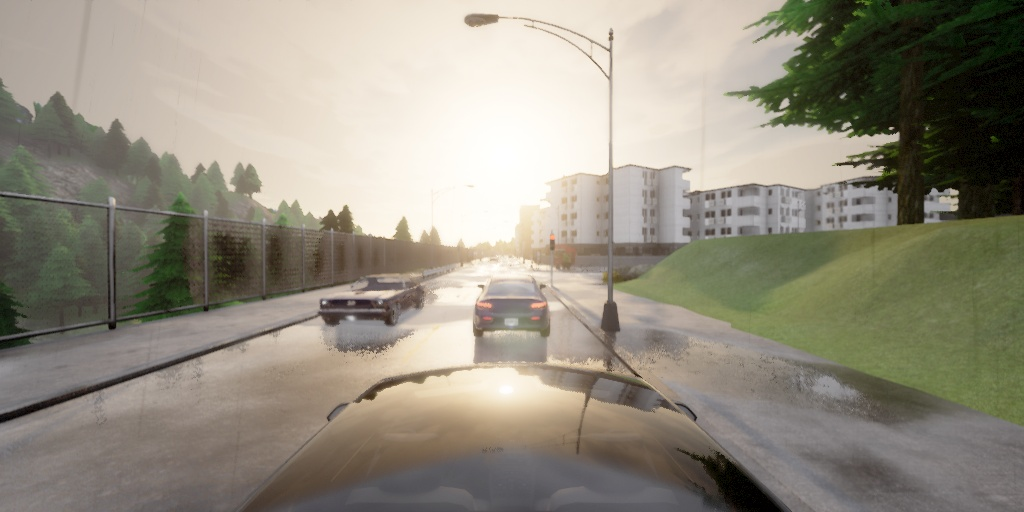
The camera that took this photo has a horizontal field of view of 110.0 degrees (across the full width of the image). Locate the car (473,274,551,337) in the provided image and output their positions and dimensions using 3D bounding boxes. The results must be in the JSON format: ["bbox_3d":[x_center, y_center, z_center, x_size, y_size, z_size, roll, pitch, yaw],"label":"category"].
[{"bbox_3d":[-0.003,1.209,9.896,1.812,1.442,4.674,0,0,0],"label":"car"}]

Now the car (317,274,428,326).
[{"bbox_3d":[-4.120,1.272,11.404,1.895,1.301,4.718,0,0,0],"label":"car"}]
